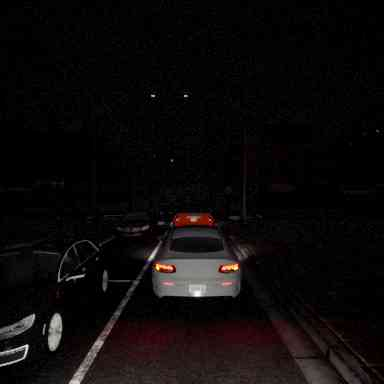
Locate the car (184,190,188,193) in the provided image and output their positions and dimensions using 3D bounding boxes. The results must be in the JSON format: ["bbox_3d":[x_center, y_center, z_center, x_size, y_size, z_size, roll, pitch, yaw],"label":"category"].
[{"bbox_3d":[-2.758,1.132,93.358,2.192,1.841,5.009,-1,1,0],"label":"car"}]

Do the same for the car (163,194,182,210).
[{"bbox_3d":[-2.712,1.483,43.489,1.967,1.590,4.097,-2,0,0],"label":"car"}]

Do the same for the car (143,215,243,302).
[{"bbox_3d":[0.091,1.523,8.109,1.812,1.442,4.674,0,0,0],"label":"car"}]

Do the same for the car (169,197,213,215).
[{"bbox_3d":[0.080,1.353,18.075,2.097,1.767,4.553,0,0,0],"label":"car"}]

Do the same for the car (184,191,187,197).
[{"bbox_3d":[-2.740,1.308,71.188,2.192,1.841,5.009,-1,0,0],"label":"car"}]

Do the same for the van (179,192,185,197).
[{"bbox_3d":[-2.734,1.359,65.645,1.690,1.788,3.998,-1,0,0],"label":"van"}]

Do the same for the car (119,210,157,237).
[{"bbox_3d":[-2.676,1.582,16.711,1.802,1.307,4.206,-2,0,0],"label":"car"}]

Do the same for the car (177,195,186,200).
[{"bbox_3d":[-2.749,1.429,87.809,2.008,1.369,4.403,-1,0,0],"label":"car"}]

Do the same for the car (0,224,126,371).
[{"bbox_3d":[-2.665,1.548,5.817,2.008,1.369,4.403,-2,0,0],"label":"car"}]
